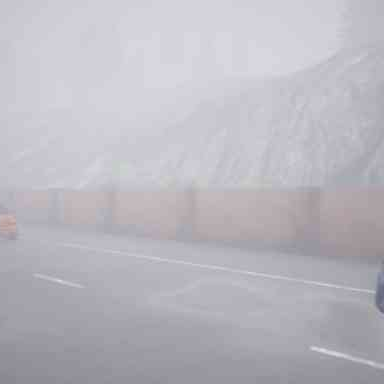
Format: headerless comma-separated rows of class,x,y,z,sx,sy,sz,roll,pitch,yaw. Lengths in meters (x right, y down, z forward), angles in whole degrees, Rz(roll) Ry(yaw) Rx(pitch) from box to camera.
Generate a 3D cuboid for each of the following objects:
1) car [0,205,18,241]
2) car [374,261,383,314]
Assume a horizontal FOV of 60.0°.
car,-9.958,1.298,15.155,4.553,1.767,2.097,0,0,35
car,5.557,1.223,4.309,5.566,2.045,2.150,0,0,36
